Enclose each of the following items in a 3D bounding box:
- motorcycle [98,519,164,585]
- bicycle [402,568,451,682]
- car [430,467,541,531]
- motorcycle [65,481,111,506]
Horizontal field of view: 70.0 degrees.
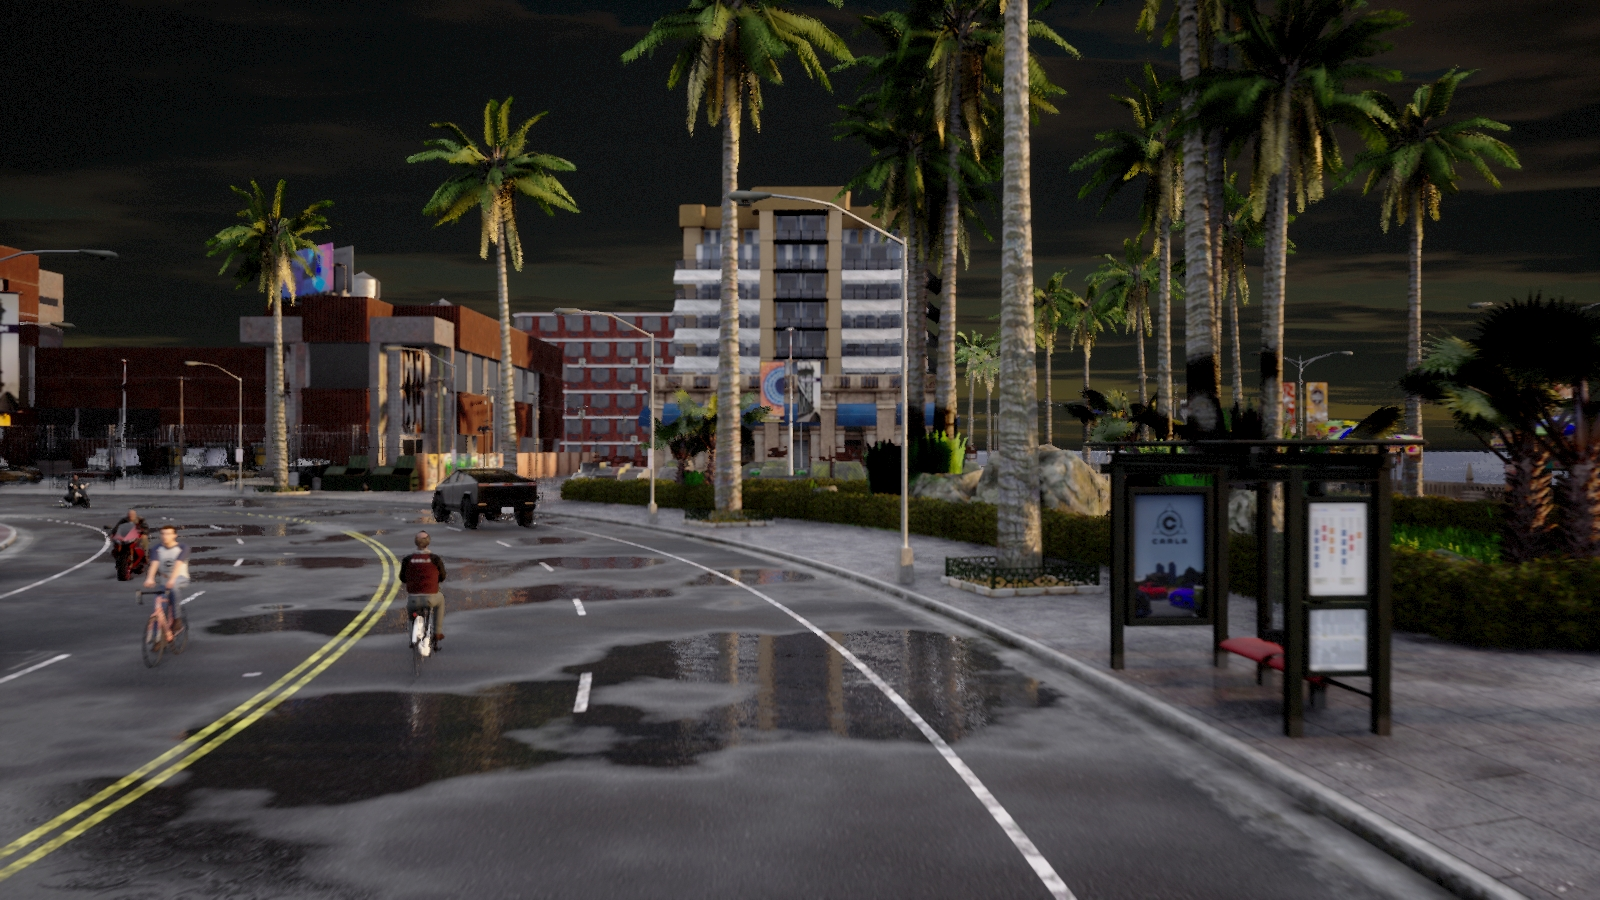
[{"bbox_3d":[-14.696,2.207,25.147,0.867,1.251,2.209,0,0,-20],"label":"motorcycle"},{"bbox_3d":[-4.790,2.210,14.702,0.329,1.171,1.835,0,0,-10],"label":"bicycle"},{"bbox_3d":[-11.863,1.755,42.732,2.390,2.098,6.274,0,0,-31],"label":"car"},{"bbox_3d":[-35.614,2.185,57.155,1.805,1.236,0.856,0,0,0],"label":"motorcycle"}]
